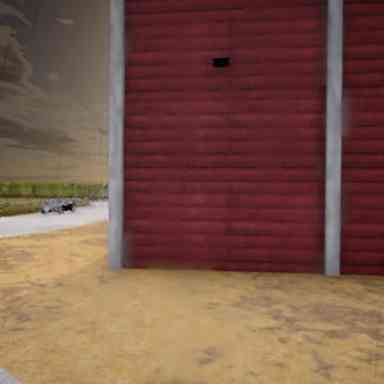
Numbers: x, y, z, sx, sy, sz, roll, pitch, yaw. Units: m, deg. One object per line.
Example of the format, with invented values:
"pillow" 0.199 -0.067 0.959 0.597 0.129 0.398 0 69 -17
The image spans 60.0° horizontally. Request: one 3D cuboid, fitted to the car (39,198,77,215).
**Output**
"car" -12.666 1.323 31.735 2.128 1.511 4.902 1 0 3
